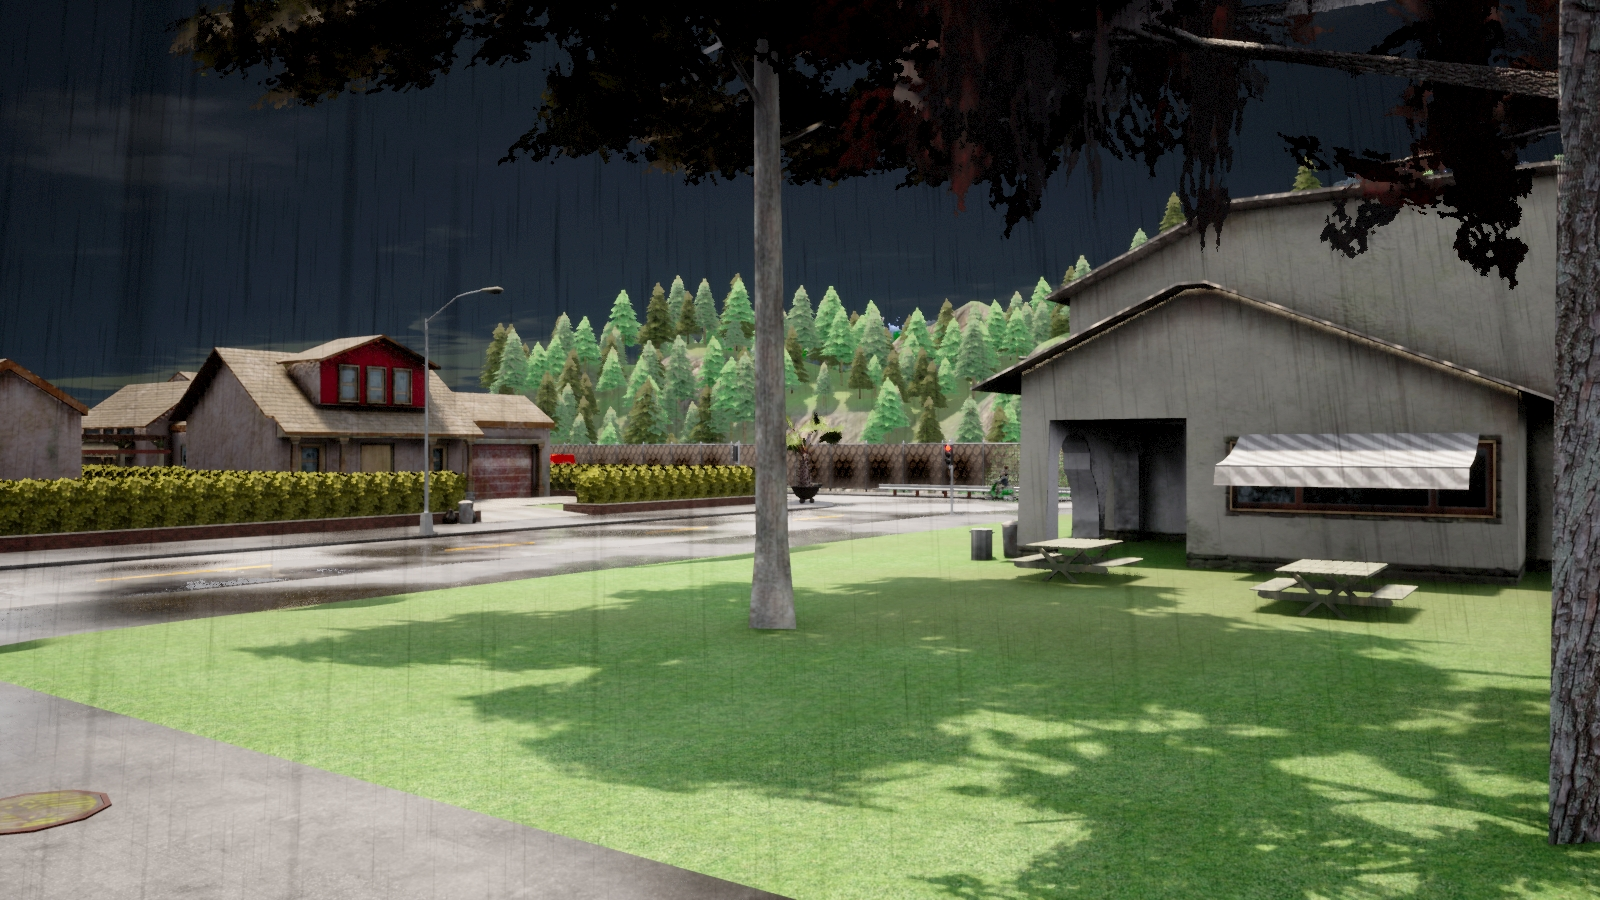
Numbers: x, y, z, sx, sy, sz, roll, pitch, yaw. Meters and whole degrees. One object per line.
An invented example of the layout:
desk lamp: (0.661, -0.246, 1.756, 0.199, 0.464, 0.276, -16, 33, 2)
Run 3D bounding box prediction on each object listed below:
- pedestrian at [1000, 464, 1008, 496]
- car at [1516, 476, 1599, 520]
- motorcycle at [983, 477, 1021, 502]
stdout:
pedestrian: (12.010, 1.745, 67.303, 0.375, 1.860, 0.375, 0, 0, 35)
car: (32.296, 1.968, 47.121, 4.611, 1.667, 2.242, 0, 0, 35)
motorcycle: (10.950, 2.142, 61.991, 1.805, 1.316, 0.856, 0, 0, 35)
